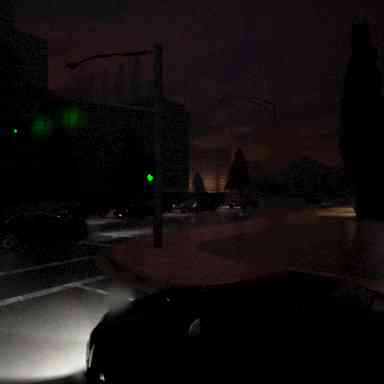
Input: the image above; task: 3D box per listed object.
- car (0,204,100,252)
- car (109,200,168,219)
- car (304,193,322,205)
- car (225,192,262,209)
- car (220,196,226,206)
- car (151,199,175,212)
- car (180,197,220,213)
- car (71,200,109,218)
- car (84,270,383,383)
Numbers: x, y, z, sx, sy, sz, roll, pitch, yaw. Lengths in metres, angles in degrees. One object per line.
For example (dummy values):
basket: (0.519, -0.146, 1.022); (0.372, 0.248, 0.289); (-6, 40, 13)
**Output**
car: (-6.676, 1.491, 13.989); (2.128, 1.511, 4.902); (0, 0, 36)
car: (-4.599, 1.601, 29.096); (1.895, 1.301, 4.718); (0, 0, 36)
car: (21.546, 1.491, 58.777); (2.128, 1.511, 4.902); (0, 0, 36)
car: (7.028, 1.221, 45.078); (2.150, 2.045, 5.566); (0, 0, 36)
car: (1.865, 1.547, 43.938); (2.033, 1.411, 5.357); (0, 0, 36)
car: (-3.878, 1.505, 36.039); (1.837, 1.490, 4.892); (0, 0, 36)
car: (0.723, 1.352, 36.422); (2.097, 1.767, 4.553); (0, 0, 36)
car: (-9.402, 1.477, 28.456); (1.882, 1.535, 5.008); (0, 0, 36)
car: (0.820, 1.564, 3.416); (4.181, 1.385, 1.994); (0, 0, 35)
